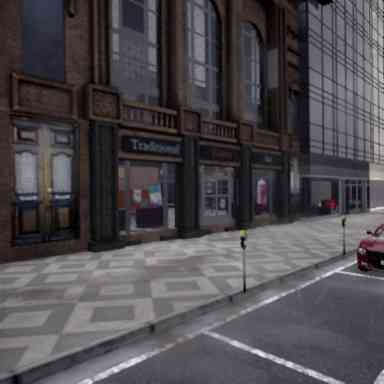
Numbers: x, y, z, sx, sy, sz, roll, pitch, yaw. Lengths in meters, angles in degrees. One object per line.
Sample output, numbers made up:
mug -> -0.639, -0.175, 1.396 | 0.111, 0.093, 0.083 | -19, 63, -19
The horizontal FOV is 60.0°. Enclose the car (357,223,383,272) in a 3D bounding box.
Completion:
car -> 6.341, 1.496, 9.796 | 1.887, 1.381, 4.507 | -1, 0, 44
